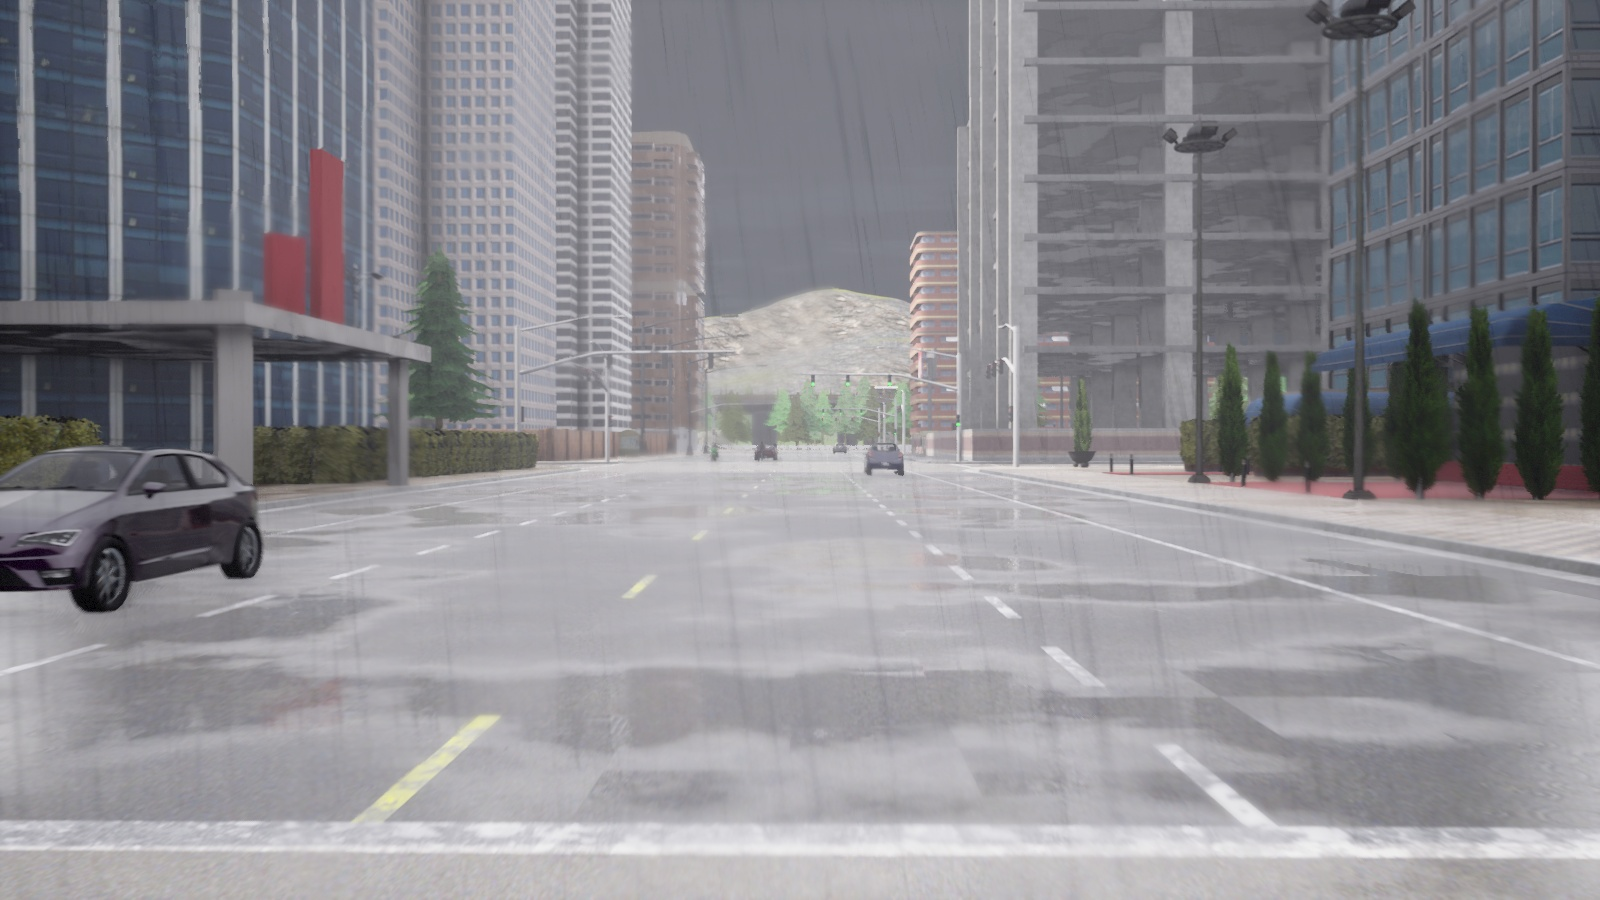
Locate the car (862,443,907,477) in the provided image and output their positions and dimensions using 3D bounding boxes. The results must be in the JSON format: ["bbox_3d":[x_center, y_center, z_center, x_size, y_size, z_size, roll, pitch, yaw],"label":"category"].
[{"bbox_3d":[3.849,0.437,57.893,1.845,1.501,3.633,0,0,0],"label":"car"}]

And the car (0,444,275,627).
[{"bbox_3d":[-6.914,0.685,12.253,1.816,1.474,4.193,0,0,0],"label":"car"}]
